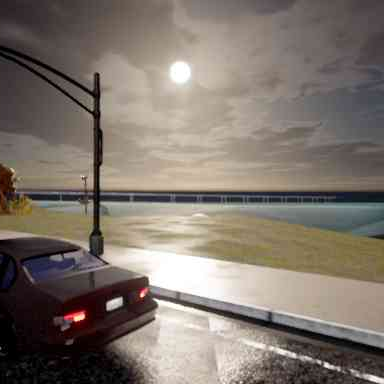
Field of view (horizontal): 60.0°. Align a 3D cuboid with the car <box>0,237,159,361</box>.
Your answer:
[{"bbox_3d":[-3.082,1.537,5.898,5.357,1.411,2.033,0,0,35],"label":"car"}]
